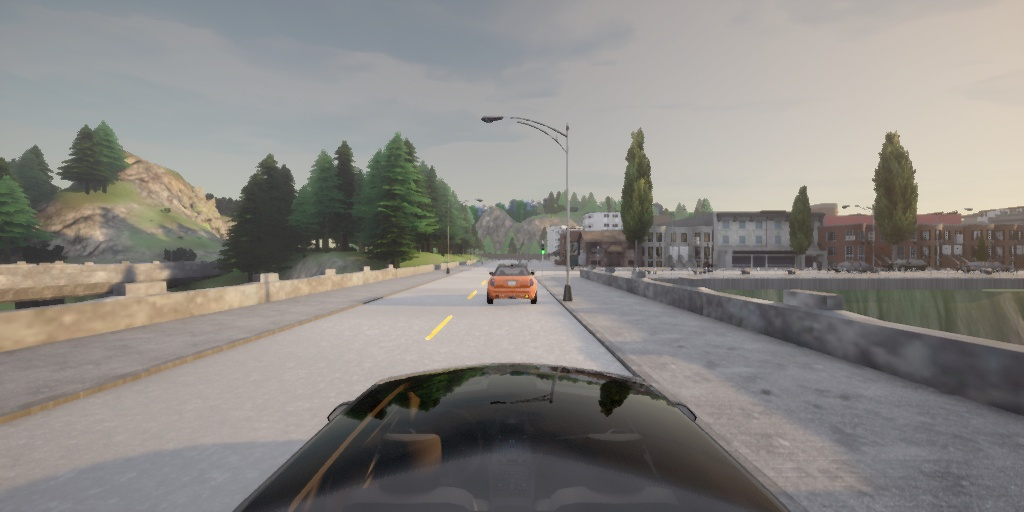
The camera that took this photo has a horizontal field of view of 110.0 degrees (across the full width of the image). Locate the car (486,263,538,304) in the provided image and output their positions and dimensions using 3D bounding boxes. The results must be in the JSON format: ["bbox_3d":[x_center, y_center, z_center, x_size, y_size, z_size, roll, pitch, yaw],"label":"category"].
[{"bbox_3d":[0.000,1.115,16.470,2.097,1.767,4.553,0,0,0],"label":"car"}]

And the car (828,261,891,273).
[{"bbox_3d":[39.312,1.313,41.012,5.357,1.411,2.033,0,0,0],"label":"car"}]

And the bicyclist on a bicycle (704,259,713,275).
[{"bbox_3d":[20.114,1.097,36.704,0.582,1.620,1.656,0,0,0],"label":"bicyclist on a bicycle"}]
